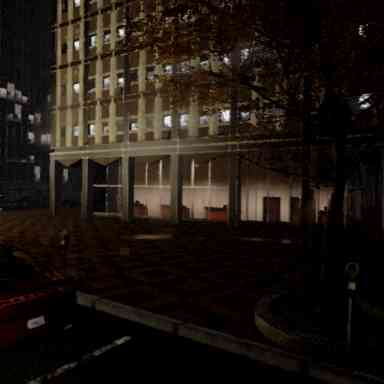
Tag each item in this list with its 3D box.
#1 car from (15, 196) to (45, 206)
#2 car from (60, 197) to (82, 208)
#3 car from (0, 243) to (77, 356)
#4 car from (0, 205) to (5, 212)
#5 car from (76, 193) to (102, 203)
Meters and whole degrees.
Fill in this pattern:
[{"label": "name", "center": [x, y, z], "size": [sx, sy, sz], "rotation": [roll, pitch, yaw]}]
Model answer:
[{"label": "car", "center": [-23.822, 1.280, 49.038], "size": [1.947, 1.339, 4.313], "rotation": [2, 1, 30]}, {"label": "car", "center": [-16.496, 1.471, 44.970], "size": [1.802, 1.307, 4.206], "rotation": [2, 1, 30]}, {"label": "car", "center": [-3.819, 1.541, 5.582], "size": [4.507, 1.381, 1.887], "rotation": [0, 1, 36]}, {"label": "car", "center": [-22.184, 1.522, 35.204], "size": [1.947, 1.339, 4.313], "rotation": [2, 1, 30]}, {"label": "car", "center": [-18.127, 1.088, 58.809], "size": [1.967, 1.590, 4.097], "rotation": [2, 1, 30]}]
